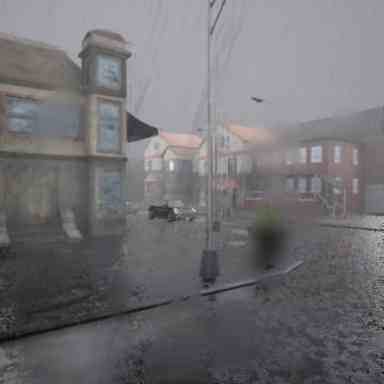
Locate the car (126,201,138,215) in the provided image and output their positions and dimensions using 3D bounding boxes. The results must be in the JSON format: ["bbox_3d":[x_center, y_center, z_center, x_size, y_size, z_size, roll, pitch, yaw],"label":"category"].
[{"bbox_3d":[-7.184,1.545,34.117,1.812,1.442,4.674,0,0,-35],"label":"car"}]

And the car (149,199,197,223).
[{"bbox_3d":[-1.594,1.372,26.262,2.097,1.767,4.553,0,0,-35],"label":"car"}]
